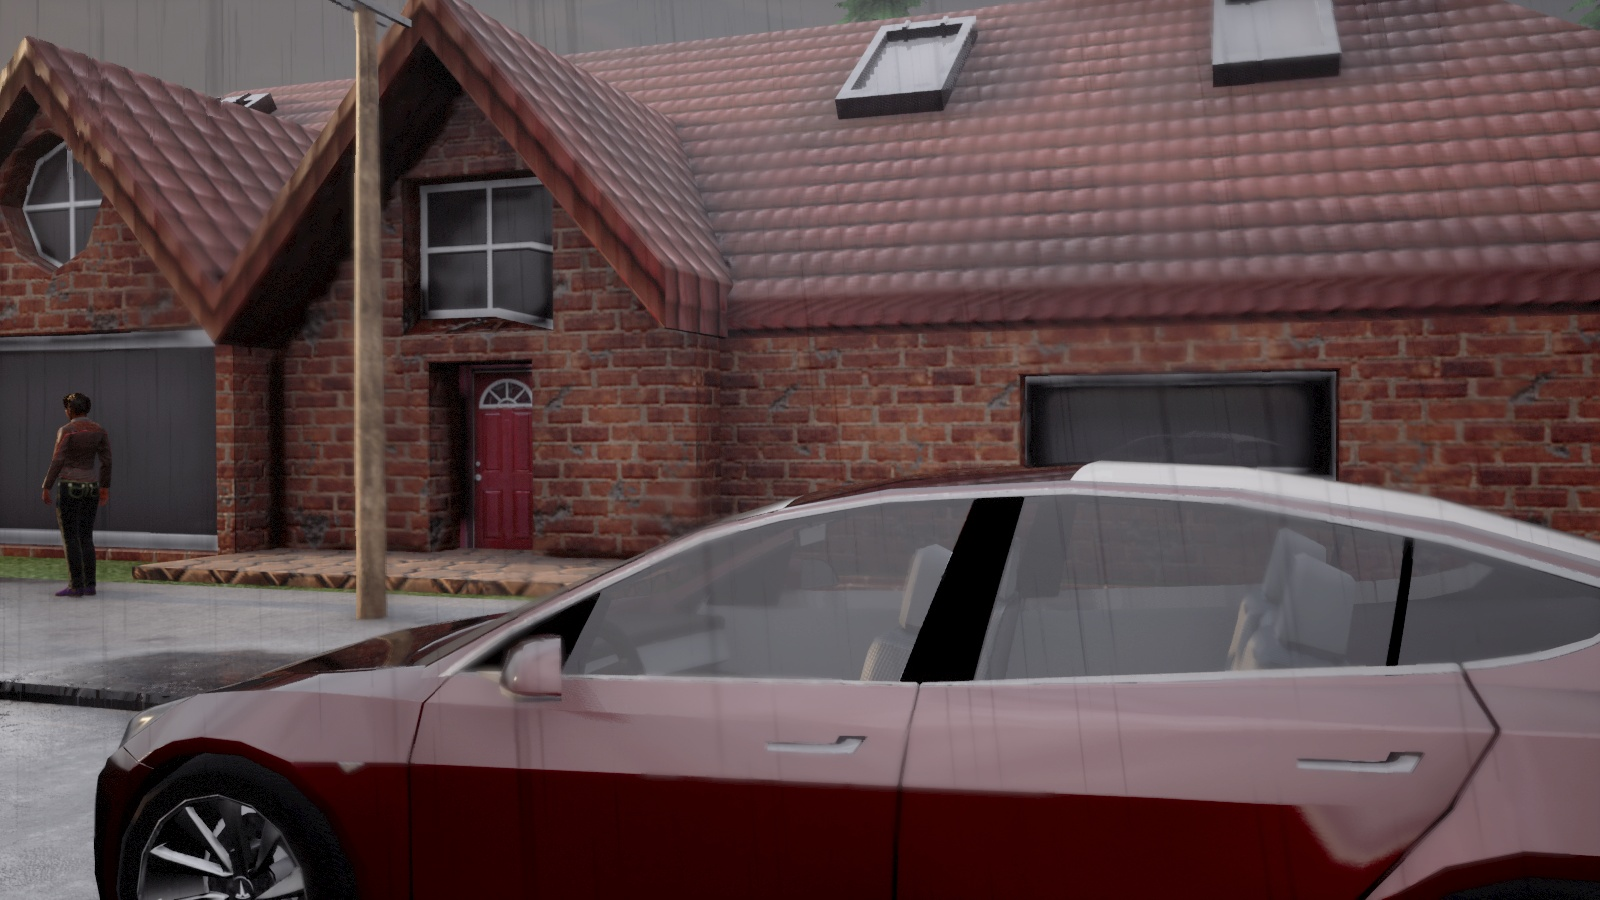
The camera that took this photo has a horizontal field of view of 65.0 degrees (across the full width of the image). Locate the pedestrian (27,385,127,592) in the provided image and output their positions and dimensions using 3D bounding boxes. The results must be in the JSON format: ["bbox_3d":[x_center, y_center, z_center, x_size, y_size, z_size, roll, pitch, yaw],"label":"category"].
[{"bbox_3d":[-6.512,0.331,11.307,0.869,1.805,0.328,1,1,25],"label":"pedestrian"}]

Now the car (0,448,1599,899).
[{"bbox_3d":[0.350,0.770,3.606,4.792,1.488,2.163,1,1,18],"label":"car"}]
